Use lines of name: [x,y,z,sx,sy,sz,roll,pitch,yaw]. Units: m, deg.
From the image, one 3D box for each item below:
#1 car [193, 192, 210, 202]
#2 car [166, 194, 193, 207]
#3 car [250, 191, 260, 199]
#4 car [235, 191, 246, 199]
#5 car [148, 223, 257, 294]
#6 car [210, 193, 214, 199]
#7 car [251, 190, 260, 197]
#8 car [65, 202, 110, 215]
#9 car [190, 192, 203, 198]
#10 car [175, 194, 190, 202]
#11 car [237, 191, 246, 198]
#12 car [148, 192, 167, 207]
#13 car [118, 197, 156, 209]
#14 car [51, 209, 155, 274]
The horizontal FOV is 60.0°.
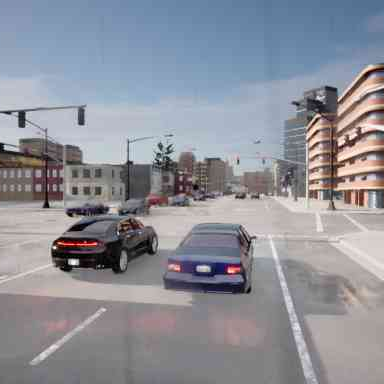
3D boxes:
car: [1.528,1.083,64.929,2.128,1.511,4.902,0,1,12]
car: [-1.771,1.210,48.400,2.097,1.767,4.553,0,1,11]
car: [14.335,0.881,75.441,2.128,1.511,4.902,0,1,11]
car: [11.087,0.902,77.067,1.994,1.385,4.181,0,1,11]
car: [0.707,1.547,8.957,2.033,1.411,5.357,0,0,11]
car: [4.122,0.893,77.922,2.033,1.411,5.357,0,1,11]
car: [16.337,0.464,85.645,2.097,1.767,4.553,0,1,11]
car: [-9.323,1.569,29.966,1.895,1.301,4.718,0,0,14]
car: [1.119,0.745,80.795,2.033,1.411,5.357,0,1,11]
car: [-1.826,1.112,65.926,1.812,1.442,4.674,0,1,12]
car: [12.981,0.552,86.719,2.097,1.767,4.553,0,1,11]
car: [-5.118,1.076,49.558,2.150,2.045,5.566,0,1,11]
car: [-5.363,1.468,31.484,1.837,1.490,4.892,0,0,14]
car: [-2.511,1.505,10.700,1.837,1.490,4.892,0,0,11]
